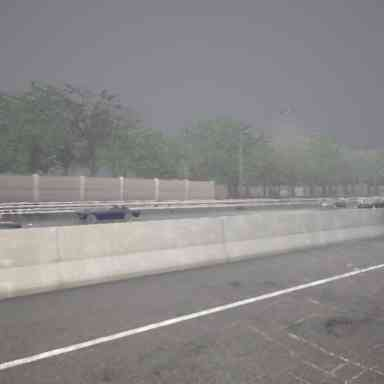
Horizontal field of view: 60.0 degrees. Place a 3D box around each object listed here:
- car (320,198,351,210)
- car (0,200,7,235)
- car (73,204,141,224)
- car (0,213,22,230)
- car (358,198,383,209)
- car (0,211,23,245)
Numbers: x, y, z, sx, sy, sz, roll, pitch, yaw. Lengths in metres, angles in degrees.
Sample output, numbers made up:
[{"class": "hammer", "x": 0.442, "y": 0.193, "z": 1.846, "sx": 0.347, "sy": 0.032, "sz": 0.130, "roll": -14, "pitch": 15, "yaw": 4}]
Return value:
[{"class": "car", "x": 18.393, "y": 1.494, "z": 42.668, "sx": 4.902, "sy": 1.511, "sz": 2.128, "roll": 0, "pitch": 0, "yaw": -35}, {"class": "car", "x": -12.096, "y": 1.353, "z": 16.858, "sx": 4.553, "sy": 1.767, "sz": 2.097, "roll": 0, "pitch": 0, "yaw": -35}, {"class": "car", "x": -6.364, "y": 1.593, "z": 25.008, "sx": 4.718, "sy": 1.301, "sz": 1.895, "roll": 0, "pitch": 0, "yaw": -37}, {"class": "car", "x": -8.148, "y": 1.563, "z": 11.076, "sx": 4.181, "sy": 1.385, "sz": 1.994, "roll": 0, "pitch": 0, "yaw": -35}, {"class": "car", "x": 22.548, "y": 1.480, "z": 41.303, "sx": 5.008, "sy": 1.535, "sz": 1.882, "roll": 0, "pitch": 0, "yaw": -35}, {"class": "car", "x": -9.947, "y": 1.600, "z": 14.093, "sx": 4.718, "sy": 1.301, "sz": 1.895, "roll": 0, "pitch": 0, "yaw": -35}]
